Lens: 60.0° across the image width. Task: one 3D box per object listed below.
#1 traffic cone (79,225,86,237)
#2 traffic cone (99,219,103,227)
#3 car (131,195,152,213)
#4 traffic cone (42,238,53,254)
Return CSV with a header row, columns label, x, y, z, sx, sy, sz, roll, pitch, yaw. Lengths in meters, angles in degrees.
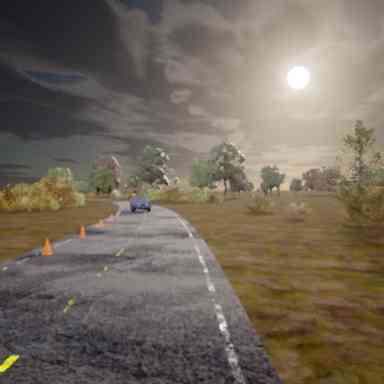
label,x,y,z,sx,sy,sz,roll,pitch,yaw
traffic cone,-5.733,2.046,17.428,0.340,0.580,0.340,0,0,-4
traffic cone,-6.127,2.069,22.361,0.340,0.580,0.340,0,0,-5
car,-6.307,1.423,40.964,2.150,2.045,5.566,0,-1,-14
traffic cone,-5.433,2.023,12.488,0.340,0.580,0.340,0,0,-3
